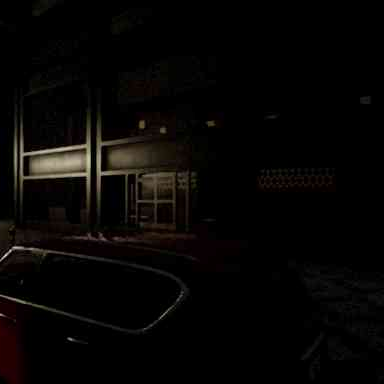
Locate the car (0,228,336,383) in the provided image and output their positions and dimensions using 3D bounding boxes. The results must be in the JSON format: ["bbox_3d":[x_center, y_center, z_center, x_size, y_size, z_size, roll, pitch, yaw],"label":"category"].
[{"bbox_3d":[-1.061,1.353,3.785,5.009,1.841,2.192,0,-1,35],"label":"car"}]
